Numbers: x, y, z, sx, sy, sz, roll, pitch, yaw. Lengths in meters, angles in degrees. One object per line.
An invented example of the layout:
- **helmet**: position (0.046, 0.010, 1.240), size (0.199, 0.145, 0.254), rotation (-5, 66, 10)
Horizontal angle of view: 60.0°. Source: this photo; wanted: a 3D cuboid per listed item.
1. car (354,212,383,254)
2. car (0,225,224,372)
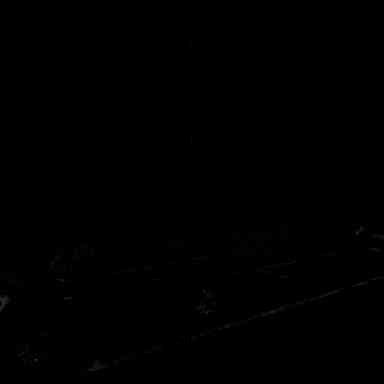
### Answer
- **car**: position (7.689, 1.370, 12.142), size (4.097, 1.590, 1.967), rotation (0, 0, -36)
- **car**: position (-1.486, 1.430, 5.592), size (4.097, 1.590, 1.967), rotation (0, 0, -36)
